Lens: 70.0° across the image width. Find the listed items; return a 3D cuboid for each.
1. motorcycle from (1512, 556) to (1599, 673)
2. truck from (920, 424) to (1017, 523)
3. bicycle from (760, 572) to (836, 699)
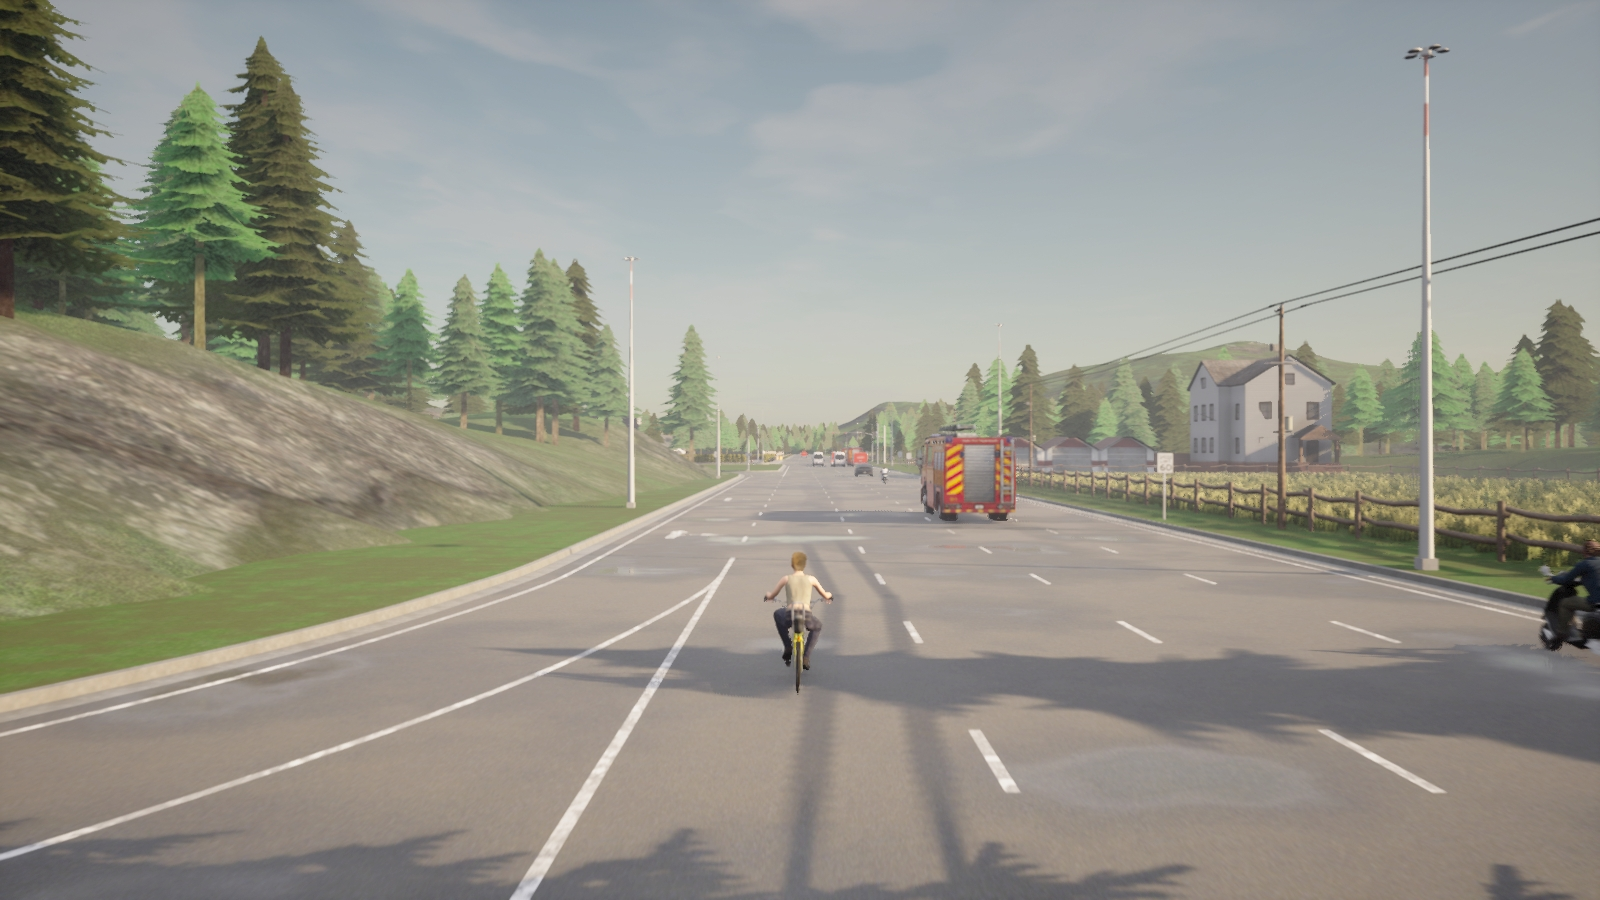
[{"bbox_3d":[10.499,2.153,15.269,0.856,1.316,1.805,0,0,0],"label":"motorcycle"},{"bbox_3d":[6.992,0.925,48.535,2.891,3.827,8.468,0,0,0],"label":"truck"},{"bbox_3d":[-0.017,2.168,13.638,0.859,1.276,1.487,0,0,0],"label":"bicycle"}]
